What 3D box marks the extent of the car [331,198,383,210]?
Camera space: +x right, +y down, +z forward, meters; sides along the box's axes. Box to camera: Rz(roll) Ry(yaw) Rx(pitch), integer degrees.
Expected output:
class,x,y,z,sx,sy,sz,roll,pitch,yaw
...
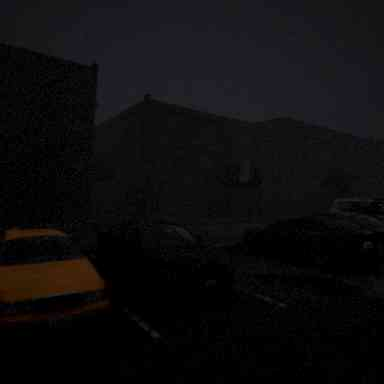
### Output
class,x,y,z,sx,sy,sz,roll,pitch,yaw
car,8.590,1.329,14.419,2.435,2.045,5.566,1,0,-32

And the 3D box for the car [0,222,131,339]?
class,x,y,z,sx,sy,sz,roll,pitch,yaw
car,-3.226,1.445,6.882,1.946,1.575,5.366,1,0,-32

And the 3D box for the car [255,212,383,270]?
class,x,y,z,sx,sy,sz,roll,pitch,yaw
car,3.798,1.551,11.506,2.163,1.488,4.792,1,0,-32

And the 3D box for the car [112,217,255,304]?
class,x,y,z,sx,sy,sz,roll,pitch,yaw
car,-0.950,1.470,8.523,2.097,1.535,5.008,1,0,-32

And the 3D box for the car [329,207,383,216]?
class,x,y,z,sx,sy,sz,roll,pitch,yaw
car,6.186,1.551,12.964,2.231,1.521,4.892,1,0,-32
